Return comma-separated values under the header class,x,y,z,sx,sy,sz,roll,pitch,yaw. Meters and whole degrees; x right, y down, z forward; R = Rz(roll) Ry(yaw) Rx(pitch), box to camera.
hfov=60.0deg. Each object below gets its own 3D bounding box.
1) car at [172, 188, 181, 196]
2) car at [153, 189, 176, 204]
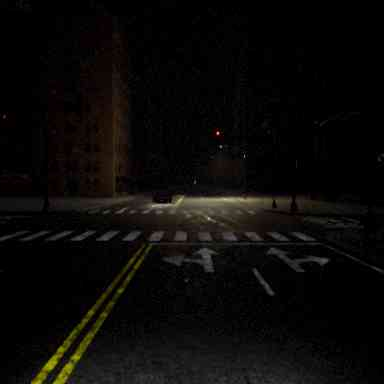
class,x,y,z,sx,sy,sz,roll,pitch,yaw
car,-3.272,-0.062,65.725,1.837,1.490,4.892,0,3,0
car,-3.262,0.696,37.830,1.994,1.385,4.181,0,2,0
